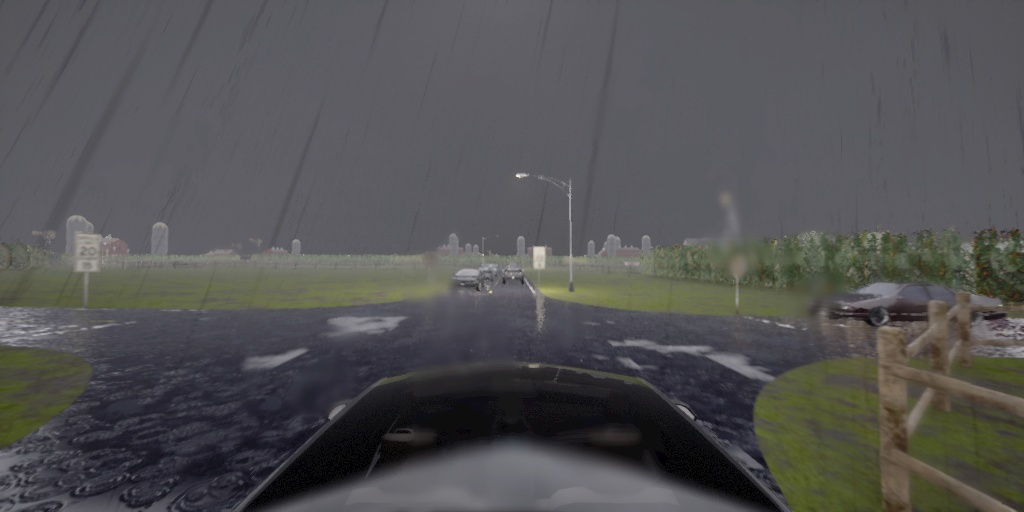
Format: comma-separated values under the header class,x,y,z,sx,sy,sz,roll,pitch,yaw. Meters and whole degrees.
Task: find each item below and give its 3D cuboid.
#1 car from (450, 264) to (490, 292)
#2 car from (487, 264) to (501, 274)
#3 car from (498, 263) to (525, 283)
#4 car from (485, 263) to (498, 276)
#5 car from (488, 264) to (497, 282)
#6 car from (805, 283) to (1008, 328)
class,x,y,z,sx,sy,sz,roll,pitch,yaw
car,-2.896,1.537,24.527,1.882,1.535,5.008,0,-1,2
car,-2.763,1.978,55.138,1.812,1.442,4.674,0,-1,0
car,0.107,1.657,32.696,2.128,1.511,4.902,0,-1,0
car,-2.824,1.675,44.875,2.097,1.767,4.553,0,-1,0
car,-2.834,1.760,34.949,1.994,1.385,4.181,0,-1,0
car,13.424,1.631,12.375,5.357,1.411,2.033,1,-2,0
